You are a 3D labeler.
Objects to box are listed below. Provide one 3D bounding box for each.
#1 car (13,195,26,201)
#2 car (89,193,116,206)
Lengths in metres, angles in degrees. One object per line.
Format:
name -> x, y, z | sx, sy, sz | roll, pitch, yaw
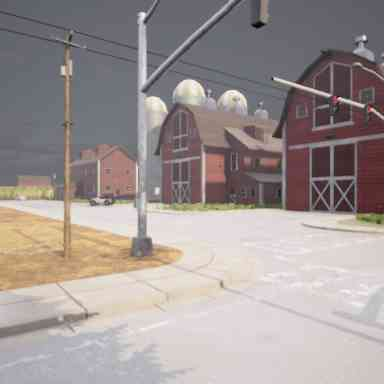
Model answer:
car -> -43.308, 1.508, 83.693 | 4.674, 1.442, 1.812 | 0, 0, 44
car -> -13.597, 1.134, 50.788 | 3.866, 1.878, 1.905 | -2, 5, 11
